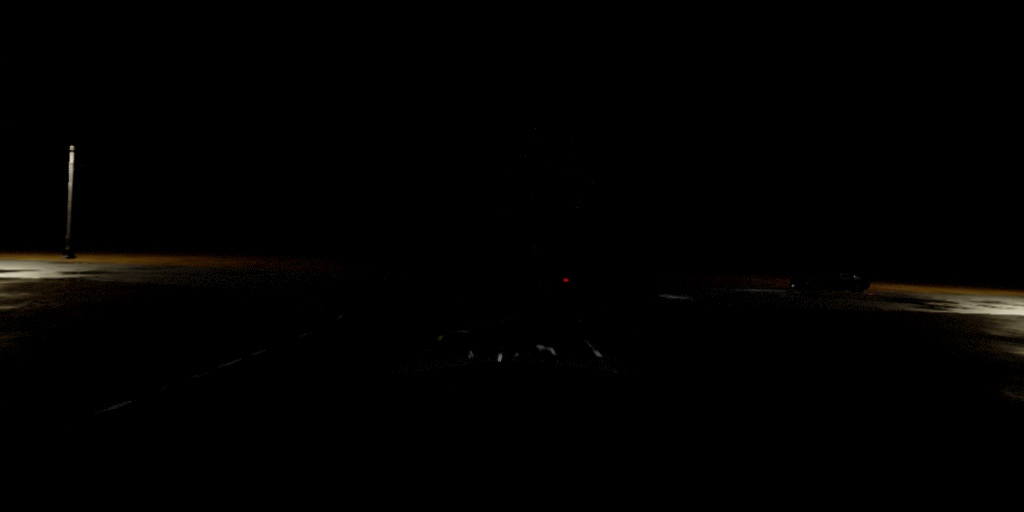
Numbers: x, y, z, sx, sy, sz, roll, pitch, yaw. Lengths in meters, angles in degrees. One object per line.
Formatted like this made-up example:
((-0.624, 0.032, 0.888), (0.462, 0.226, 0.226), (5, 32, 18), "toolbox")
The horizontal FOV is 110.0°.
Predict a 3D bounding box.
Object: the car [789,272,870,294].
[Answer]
((22.710, 1.913, 25.802), (4.902, 1.511, 2.128), (1, 0, 1), "car")

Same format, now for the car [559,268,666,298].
((5.246, 1.361, 19.181), (5.357, 1.411, 2.033), (2, 0, 1), "car")
